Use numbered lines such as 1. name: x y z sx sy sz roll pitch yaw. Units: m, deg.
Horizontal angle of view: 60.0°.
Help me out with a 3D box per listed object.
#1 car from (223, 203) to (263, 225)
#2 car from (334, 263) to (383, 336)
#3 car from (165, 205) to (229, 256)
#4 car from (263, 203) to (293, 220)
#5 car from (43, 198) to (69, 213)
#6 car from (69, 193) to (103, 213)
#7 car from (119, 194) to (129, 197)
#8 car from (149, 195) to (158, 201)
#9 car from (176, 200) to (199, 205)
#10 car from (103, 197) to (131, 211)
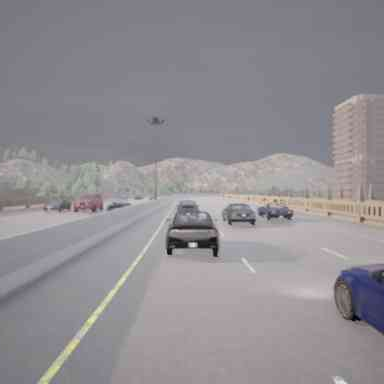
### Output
1. car: 3.242 1.520 23.728 2.033 1.411 5.357 0 0 -1
2. car: 3.545 1.521 4.270 1.812 1.442 4.674 0 0 0
3. car: -0.006 1.475 13.035 2.128 1.511 4.902 0 0 -1
4. car: 6.651 1.569 27.256 1.895 1.301 4.718 0 0 -2
5. car: -14.817 1.448 36.832 2.128 1.511 4.902 0 0 -2
6. car: -11.318 1.177 36.788 2.150 2.045 5.566 0 0 -2
7. car: -15.901 1.257 77.290 1.882 1.535 5.008 0 0 -2
8. car: -8.868 1.421 76.261 1.812 1.442 4.674 0 0 -2
9. car: -0.394 1.472 28.765 1.837 1.490 4.892 0 0 -2
10. car: -7.781 1.559 35.584 1.895 1.301 4.718 0 0 -2
